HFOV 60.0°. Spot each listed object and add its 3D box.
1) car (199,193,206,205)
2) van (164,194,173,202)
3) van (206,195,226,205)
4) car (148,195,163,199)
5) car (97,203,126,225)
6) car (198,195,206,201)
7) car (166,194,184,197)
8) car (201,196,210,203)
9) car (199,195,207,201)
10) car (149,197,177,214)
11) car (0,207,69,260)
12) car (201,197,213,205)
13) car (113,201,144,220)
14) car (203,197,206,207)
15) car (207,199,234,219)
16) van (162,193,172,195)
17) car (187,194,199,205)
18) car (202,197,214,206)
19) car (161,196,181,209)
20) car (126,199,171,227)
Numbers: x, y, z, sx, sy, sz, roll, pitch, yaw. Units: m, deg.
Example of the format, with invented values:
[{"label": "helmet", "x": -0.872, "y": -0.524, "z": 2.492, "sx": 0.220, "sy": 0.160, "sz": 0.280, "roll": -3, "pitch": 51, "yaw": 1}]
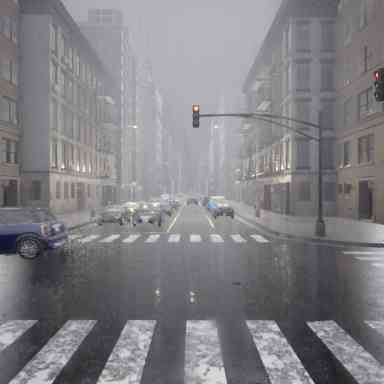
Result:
[{"label": "car", "x": 2.649, "y": 1.311, "z": 50.535, "sx": 2.192, "sy": 1.841, "sz": 5.009, "roll": 0, "pitch": 0, "yaw": 0}, {"label": "van", "x": -5.434, "y": 1.336, "z": 77.566, "sx": 1.690, "sy": 1.788, "sz": 3.998, "roll": 0, "pitch": 0, "yaw": 0}, {"label": "van", "x": 2.643, "y": 1.338, "z": 34.317, "sx": 1.690, "sy": 1.788, "sz": 3.998, "roll": 0, "pitch": 0, "yaw": 0}, {"label": "car", "x": -5.407, "y": 1.436, "z": 45.129, "sx": 1.967, "sy": 1.590, "sz": 4.097, "roll": 0, "pitch": 0, "yaw": 0}, {"label": "car", "x": -5.389, "y": 1.549, "z": 23.504, "sx": 2.008, "sy": 1.369, "sz": 4.403, "roll": 0, "pitch": 0, "yaw": 0}, {"label": "car", "x": 2.661, "y": 1.560, "z": 88.379, "sx": 1.947, "sy": 1.339, "sz": 4.313, "roll": 0, "pitch": 0, "yaw": 0}, {"label": "car", "x": -2.793, "y": 1.474, "z": 53.024, "sx": 1.882, "sy": 1.535, "sz": 5.008, "roll": 0, "pitch": 0, "yaw": 1}, {"label": "car", "x": 2.654, "y": 1.521, "z": 66.923, "sx": 1.752, "sy": 1.417, "sz": 4.829, "roll": 0, "pitch": 0, "yaw": 0}, {"label": "car", "x": 2.660, "y": 1.539, "z": 82.973, "sx": 1.887, "sy": 1.381, "sz": 4.507, "roll": 0, "pitch": 0, "yaw": 0}, {"label": "car", "x": -2.843, "y": 1.544, "z": 32.755, "sx": 2.033, "sy": 1.411, "sz": 5.357, "roll": 0, "pitch": 0, "yaw": 0}, {"label": "car", "x": -6.904, "y": 1.334, "z": 11.832, "sx": 4.553, "sy": 1.767, "sz": 2.097, "roll": 0, "pitch": 0, "yaw": 0}, {"label": "car", "x": 2.652, "y": 1.546, "z": 61.348, "sx": 2.008, "sy": 1.369, "sz": 4.403, "roll": 0, "pitch": 0, "yaw": 0}, {"label": "car", "x": -5.393, "y": 1.523, "z": 28.740, "sx": 1.752, "sy": 1.417, "sz": 4.829, "roll": 0, "pitch": 0, "yaw": 0}, {"label": "car", "x": 2.645, "y": 1.578, "z": 39.723, "sx": 1.802, "sy": 1.307, "sz": 4.206, "roll": 0, "pitch": 0, "yaw": 0}, {"label": "car", "x": 2.641, "y": 1.548, "z": 28.910, "sx": 2.008, "sy": 1.369, "sz": 4.403, "roll": 0, "pitch": 0, "yaw": 0}, {"label": "van", "x": -5.425, "y": 1.337, "z": 66.753, "sx": 1.690, "sy": 1.788, "sz": 3.998, "roll": 0, "pitch": 0, "yaw": 0}, {"label": "car", "x": 0.103, "y": 1.501, "z": 57.073, "sx": 1.837, "sy": 1.490, "sz": 4.892, "roll": 0, "pitch": 0, "yaw": 0}, {"label": "car", "x": 2.650, "y": 1.562, "z": 55.942, "sx": 1.947, "sy": 1.339, "sz": 4.313, "roll": 0, "pitch": 0, "yaw": 0}, {"label": "car", "x": -2.832, "y": 1.560, "z": 42.769, "sx": 1.994, "sy": 1.385, "sz": 4.181, "roll": 0, "pitch": 0, "yaw": 1}, {"label": "car", "x": -2.847, "y": 1.490, "z": 22.872, "sx": 2.128, "sy": 1.511, "sz": 4.902, "roll": 0, "pitch": 0, "yaw": 0}]
